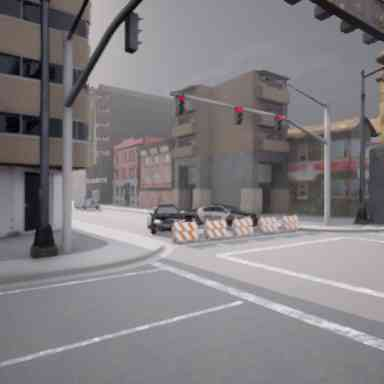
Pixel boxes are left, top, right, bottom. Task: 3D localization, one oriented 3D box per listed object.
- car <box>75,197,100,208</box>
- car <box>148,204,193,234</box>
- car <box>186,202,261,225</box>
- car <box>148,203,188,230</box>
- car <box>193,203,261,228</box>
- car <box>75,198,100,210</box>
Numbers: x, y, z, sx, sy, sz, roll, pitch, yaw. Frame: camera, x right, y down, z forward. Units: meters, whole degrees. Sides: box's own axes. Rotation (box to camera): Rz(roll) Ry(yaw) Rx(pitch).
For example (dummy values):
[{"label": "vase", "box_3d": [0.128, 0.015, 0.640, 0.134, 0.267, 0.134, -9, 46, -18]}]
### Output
[{"label": "car", "box_3d": [-13.612, 1.347, 43.185, 1.853, 1.218, 4.536, 0, 0, -36]}, {"label": "car", "box_3d": [-1.512, 1.490, 19.482, 2.038, 1.542, 4.974, 0, 0, -11]}, {"label": "car", "box_3d": [2.021, 1.348, 21.661, 4.536, 1.218, 1.853, 0, 0, 34]}, {"label": "car", "box_3d": [-1.521, 1.332, 19.534, 1.853, 1.218, 4.536, 0, 0, -11]}, {"label": "car", "box_3d": [2.064, 1.506, 21.632, 4.974, 1.542, 2.038, 0, 0, 34]}, {"label": "car", "box_3d": [-13.582, 1.504, 43.142, 2.038, 1.542, 4.974, 0, 0, -36]}]
